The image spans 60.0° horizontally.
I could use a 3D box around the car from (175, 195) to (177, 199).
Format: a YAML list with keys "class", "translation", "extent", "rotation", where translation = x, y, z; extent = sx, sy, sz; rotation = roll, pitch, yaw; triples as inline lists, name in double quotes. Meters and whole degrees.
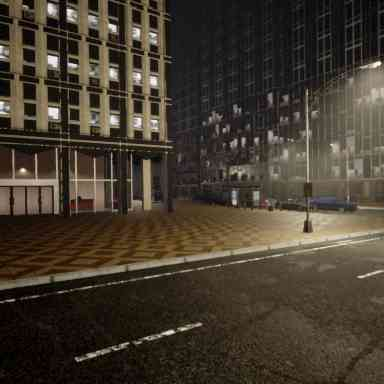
- class: "car"
  translation: [-4.768, 0.936, 72.908]
  extent: [1.802, 1.307, 4.206]
  rotation: [0, 1, -35]

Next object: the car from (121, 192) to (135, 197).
- class: "car"
  translation: [-17.665, 0.689, 91.629]
  extent: [2.008, 1.369, 4.403]
  rotation: [0, 1, -35]

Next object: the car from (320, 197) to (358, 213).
- class: "car"
  translation: [14.589, 1.317, 34.585]
  extent: [1.882, 1.535, 5.008]
  rotation: [-1, 1, -35]

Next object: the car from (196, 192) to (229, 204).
- class: "car"
  translation: [3.163, 1.008, 51.191]
  extent: [2.097, 1.767, 4.553]
  rotation: [-1, 1, -34]

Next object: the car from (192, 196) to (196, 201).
- class: "car"
  translation: [1.680, 1.043, 63.547]
  extent: [1.802, 1.307, 4.206]
  rotation: [0, 1, -35]

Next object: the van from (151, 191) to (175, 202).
- class: "van"
  translation: [-5.221, 0.937, 58.792]
  extent: [1.690, 1.788, 3.998]
  rotation: [0, 1, -35]

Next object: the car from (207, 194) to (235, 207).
- class: "car"
  translation: [4.406, 1.319, 44.724]
  extent: [1.947, 1.339, 4.313]
  rotation: [0, 1, -35]

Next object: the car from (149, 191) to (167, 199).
- class: "car"
  translation: [-7.993, 0.615, 77.585]
  extent: [2.192, 1.841, 5.009]
  rotation: [0, 1, -35]

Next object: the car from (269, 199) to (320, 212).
- class: "car"
  translation: [10.792, 1.424, 35.318]
  extent: [1.947, 1.339, 4.313]
  rotation: [0, 1, -35]

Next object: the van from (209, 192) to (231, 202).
- class: "van"
  translation: [4.904, 0.855, 58.863]
  extent: [1.690, 1.788, 3.998]
  rotation: [0, 1, -35]

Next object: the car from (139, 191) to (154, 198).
- class: "car"
  translation: [-11.217, 0.686, 82.267]
  extent: [1.967, 1.590, 4.097]
  rotation: [0, 1, -35]

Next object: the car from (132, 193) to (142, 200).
- class: "car"
  translation: [-11.670, 1.040, 68.155]
  extent: [2.008, 1.369, 4.403]
  rotation: [0, 1, -35]

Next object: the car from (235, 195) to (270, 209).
- class: "car"
  translation: [7.582, 1.388, 40.011]
  extent: [1.802, 1.307, 4.206]
  rotation: [0, 1, -35]
